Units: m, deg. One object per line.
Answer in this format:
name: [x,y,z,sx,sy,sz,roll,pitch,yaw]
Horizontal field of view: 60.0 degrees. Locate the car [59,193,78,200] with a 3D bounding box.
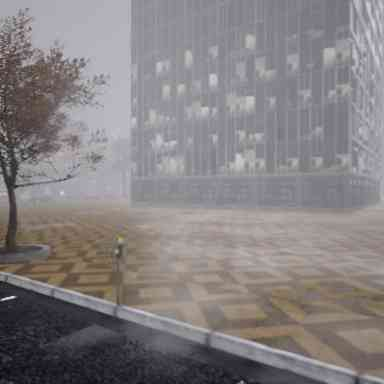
car: [-26.885,0.989,72.173,2.008,1.369,4.403,1,2,35]

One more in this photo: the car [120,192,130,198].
car: [-13.558,0.831,76.699,1.752,1.417,4.829,1,2,35]

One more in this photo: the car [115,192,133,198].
car: [-17.472,0.707,85.768,1.752,1.417,4.829,1,2,35]

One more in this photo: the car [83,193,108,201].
car: [-19.996,1.031,67.402,2.008,1.369,4.403,1,2,35]

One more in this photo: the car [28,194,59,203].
car: [-26.336,1.205,58.245,2.008,1.369,4.403,1,2,35]

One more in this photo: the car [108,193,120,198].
car: [-20.545,0.831,81.331,1.947,1.339,4.313,1,2,35]

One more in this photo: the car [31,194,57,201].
car: [-30.055,1.091,67.595,1.947,1.339,4.313,1,2,35]
